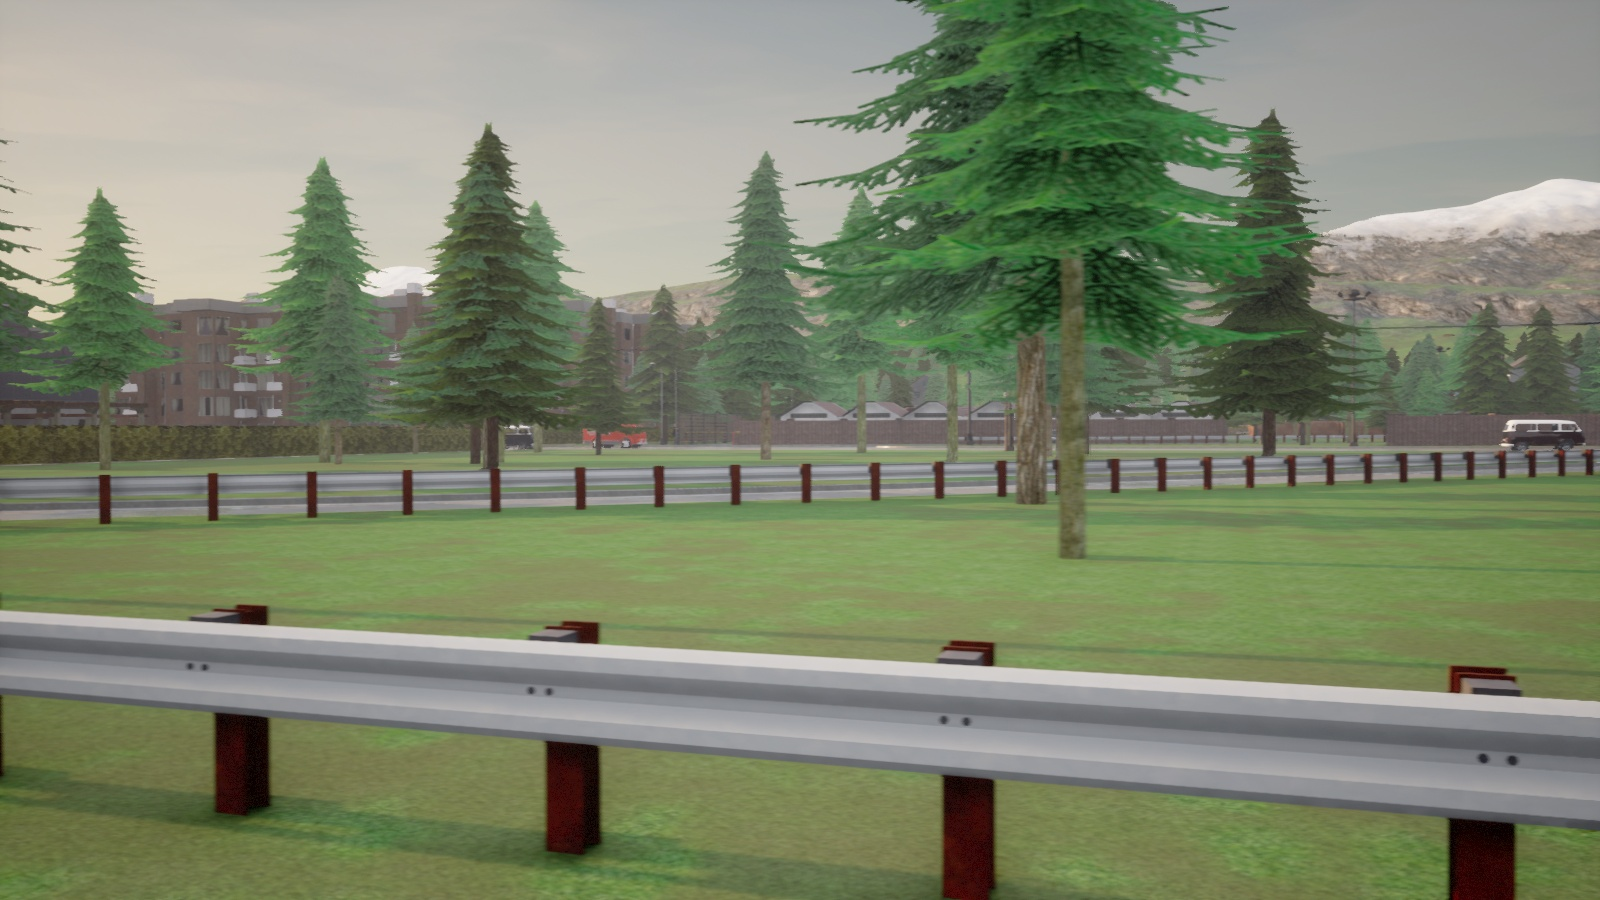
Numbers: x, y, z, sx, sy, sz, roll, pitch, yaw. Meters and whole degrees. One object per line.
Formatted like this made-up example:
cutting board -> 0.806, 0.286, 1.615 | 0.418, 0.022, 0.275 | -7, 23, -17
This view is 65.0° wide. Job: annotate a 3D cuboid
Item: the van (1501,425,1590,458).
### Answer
van -> 46.909, -0.541, 79.148 | 4.480, 2.038, 2.069 | 1, 1, 19
